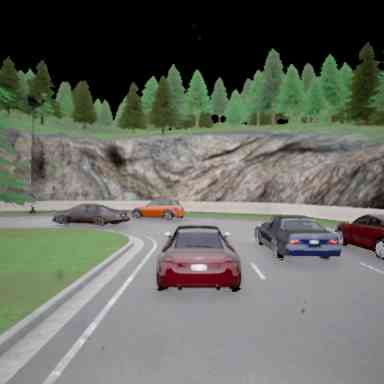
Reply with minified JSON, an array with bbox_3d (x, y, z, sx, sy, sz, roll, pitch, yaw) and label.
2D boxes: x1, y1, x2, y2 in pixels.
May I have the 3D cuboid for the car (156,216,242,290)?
[{"bbox_3d":[0.158,1.594,9.155,1.994,1.385,4.181,0,0,0],"label":"car"}]

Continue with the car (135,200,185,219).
[{"bbox_3d":[-2.942,1.441,28.599,4.553,1.767,2.097,0,0,26],"label":"car"}]

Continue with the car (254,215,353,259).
[{"bbox_3d":[3.738,1.590,12.696,2.033,1.411,5.357,0,0,0],"label":"car"}]

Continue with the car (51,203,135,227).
[{"bbox_3d":[-7.003,1.617,23.029,5.357,1.411,2.033,0,0,18],"label":"car"}]

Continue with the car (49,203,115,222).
[{"bbox_3d":[-8.697,1.606,26.600,4.674,1.442,1.812,0,-1,5],"label":"car"}]

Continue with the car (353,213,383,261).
[{"bbox_3d":[7.219,1.520,12.519,1.882,1.535,5.008,0,0,0],"label":"car"}]
